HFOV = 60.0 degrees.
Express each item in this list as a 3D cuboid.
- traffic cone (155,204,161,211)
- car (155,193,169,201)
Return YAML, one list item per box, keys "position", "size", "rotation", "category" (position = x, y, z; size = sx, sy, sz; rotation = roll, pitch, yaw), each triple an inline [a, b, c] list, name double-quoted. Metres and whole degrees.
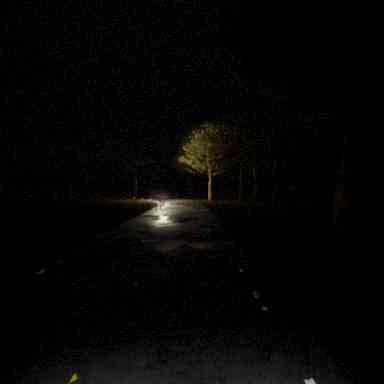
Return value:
- position: [-3.841, 1.706, 35.876]
  size: [0.340, 0.580, 0.340]
  rotation: [0, 0, 0]
  category: "traffic cone"
- position: [-5.781, 1.006, 63.187]
  size: [1.812, 1.442, 4.674]
  rotation: [0, 1, -21]
  category: "car"
